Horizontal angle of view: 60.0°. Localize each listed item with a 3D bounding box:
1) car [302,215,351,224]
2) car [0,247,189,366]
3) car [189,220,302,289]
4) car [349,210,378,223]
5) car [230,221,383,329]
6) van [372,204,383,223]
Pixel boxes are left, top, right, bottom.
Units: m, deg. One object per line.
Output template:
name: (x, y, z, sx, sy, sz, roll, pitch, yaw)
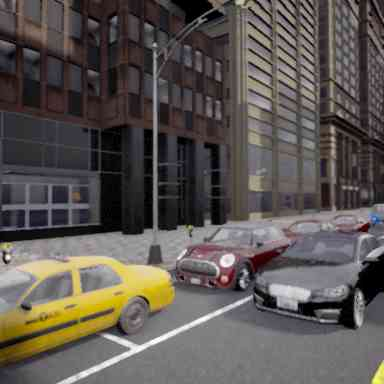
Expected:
car: (4.942, 1.849, 13.957, 1.887, 1.381, 4.507, -1, -2, 40)
car: (-2.325, 1.677, 5.209, 1.752, 1.417, 4.829, -1, -2, 40)
car: (1.363, 1.669, 9.650, 1.967, 1.590, 4.097, -1, -2, 40)
car: (8.522, 1.924, 18.266, 1.887, 1.381, 4.507, -1, -2, 40)
car: (3.161, 1.655, 7.495, 2.128, 1.511, 4.902, -2, -2, 40)
van: (15.679, 1.870, 26.888, 1.690, 1.788, 3.998, -1, -2, 40)
